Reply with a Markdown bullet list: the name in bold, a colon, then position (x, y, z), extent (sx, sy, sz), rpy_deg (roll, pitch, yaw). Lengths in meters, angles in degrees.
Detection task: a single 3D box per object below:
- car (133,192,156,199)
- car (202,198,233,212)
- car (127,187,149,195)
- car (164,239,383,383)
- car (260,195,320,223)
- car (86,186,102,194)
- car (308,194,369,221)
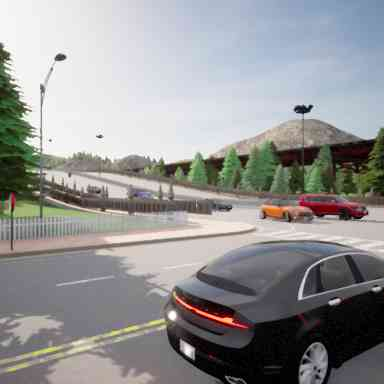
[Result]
- **car**: position (-5.923, 1.238, 44.789), extent (1.837, 1.490, 4.892), rpy_deg (0, 3, -37)
- **car**: position (2.724, 1.489, 39.186), extent (1.837, 1.490, 4.892), rpy_deg (0, 0, -37)
- **car**: position (-8.507, 0.364, 54.051), extent (2.150, 2.045, 5.566), rpy_deg (0, 5, -37)
- **car**: position (1.921, 1.504, 5.116), extent (4.892, 1.490, 1.837), rpy_deg (0, 0, -35)
- **car**: position (7.246, 1.350, 25.788), extent (2.097, 1.767, 4.553), rpy_deg (0, 0, -23)
- **car**: position (-17.710, -0.434, 60.593), extent (1.994, 1.385, 4.181), rpy_deg (0, 7, -37)
- **car**: position (11.530, 1.220, 27.610), extent (2.150, 2.045, 5.566), rpy_deg (0, 0, -37)
